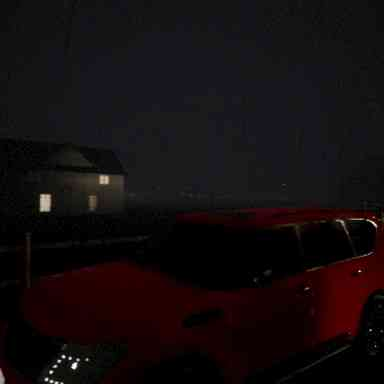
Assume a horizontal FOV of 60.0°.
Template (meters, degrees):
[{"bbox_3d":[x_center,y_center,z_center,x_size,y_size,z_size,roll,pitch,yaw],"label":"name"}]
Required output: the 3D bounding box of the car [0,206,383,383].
[{"bbox_3d":[0.638,1.250,4.435,5.566,2.045,2.150,1,0,-36],"label":"car"}]
